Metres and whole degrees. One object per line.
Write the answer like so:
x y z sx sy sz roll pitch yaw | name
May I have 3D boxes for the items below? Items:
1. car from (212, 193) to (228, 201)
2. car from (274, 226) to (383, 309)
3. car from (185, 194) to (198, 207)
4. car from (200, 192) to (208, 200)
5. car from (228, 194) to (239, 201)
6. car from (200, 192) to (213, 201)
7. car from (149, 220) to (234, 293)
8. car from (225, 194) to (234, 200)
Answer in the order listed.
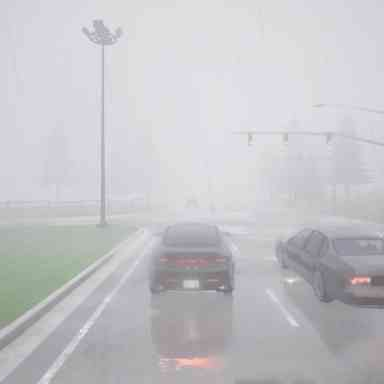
6.903 1.571 82.530 2.128 1.511 4.902 0 0 0 | car
3.497 1.553 8.138 2.033 1.411 5.357 0 0 0 | car
-0.061 1.512 51.902 1.882 1.535 5.008 0 0 0 | car
3.391 1.119 92.976 2.150 2.045 5.566 0 0 0 | car
10.402 1.402 82.921 2.097 1.767 4.553 0 0 0 | car
3.402 1.402 82.913 2.097 1.767 4.553 0 0 0 | car
0.005 1.512 8.828 1.837 1.490 4.892 0 0 0 | car
10.391 1.393 92.955 1.837 1.490 4.892 0 0 0 | car
